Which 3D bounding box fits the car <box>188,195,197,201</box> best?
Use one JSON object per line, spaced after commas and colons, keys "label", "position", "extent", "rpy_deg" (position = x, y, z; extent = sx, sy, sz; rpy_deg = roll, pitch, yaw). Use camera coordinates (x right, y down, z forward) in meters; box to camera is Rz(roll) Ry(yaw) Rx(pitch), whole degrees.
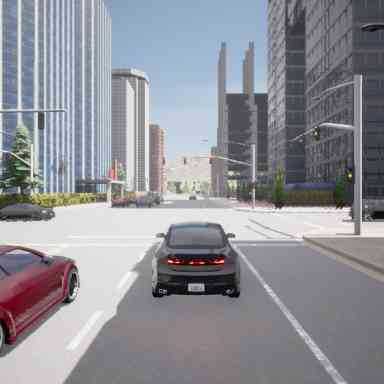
{"label": "car", "position": [0.181, 1.524, 86.997], "extent": [1.812, 1.442, 4.674], "rpy_deg": [0, 0, 0]}

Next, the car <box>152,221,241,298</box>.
{"label": "car", "position": [0.095, 1.505, 8.523], "extent": [1.837, 1.490, 4.892], "rpy_deg": [0, 0, 0]}

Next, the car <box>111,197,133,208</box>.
{"label": "car", "position": [-10.482, 1.478, 48.873], "extent": [1.882, 1.535, 5.008], "rpy_deg": [0, 0, 0]}

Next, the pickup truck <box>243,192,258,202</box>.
{"label": "pickup truck", "position": [13.272, 1.059, 72.747], "extent": [2.390, 2.098, 6.274], "rpy_deg": [0, 0, 31]}

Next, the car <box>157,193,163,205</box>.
{"label": "car", "position": [-6.947, 1.221, 59.514], "extent": [2.150, 2.045, 5.566], "rpy_deg": [0, 0, 1]}

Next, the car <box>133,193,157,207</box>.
{"label": "car", "position": [-6.980, 1.352, 49.674], "extent": [2.097, 1.767, 4.553], "rpy_deg": [0, 0, 0]}

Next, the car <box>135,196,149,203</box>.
{"label": "car", "position": [-10.357, 1.525, 69.018], "extent": [2.128, 1.511, 4.902], "rpy_deg": [0, 0, 0]}

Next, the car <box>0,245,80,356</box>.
{"label": "car", "position": [-3.427, 1.564, 5.565], "extent": [1.994, 1.385, 4.181], "rpy_deg": [0, 0, 1]}

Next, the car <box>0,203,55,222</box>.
{"label": "car", "position": [-12.950, 1.564, 25.959], "extent": [4.181, 1.385, 1.994], "rpy_deg": [0, 0, 1]}

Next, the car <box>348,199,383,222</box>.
{"label": "car", "position": [14.622, 1.352, 25.625], "extent": [4.553, 1.767, 2.097], "rpy_deg": [0, 0, 1]}

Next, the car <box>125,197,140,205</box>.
{"label": "car", "position": [-10.451, 1.564, 58.857], "extent": [1.994, 1.385, 4.181], "rpy_deg": [0, 0, 0]}
